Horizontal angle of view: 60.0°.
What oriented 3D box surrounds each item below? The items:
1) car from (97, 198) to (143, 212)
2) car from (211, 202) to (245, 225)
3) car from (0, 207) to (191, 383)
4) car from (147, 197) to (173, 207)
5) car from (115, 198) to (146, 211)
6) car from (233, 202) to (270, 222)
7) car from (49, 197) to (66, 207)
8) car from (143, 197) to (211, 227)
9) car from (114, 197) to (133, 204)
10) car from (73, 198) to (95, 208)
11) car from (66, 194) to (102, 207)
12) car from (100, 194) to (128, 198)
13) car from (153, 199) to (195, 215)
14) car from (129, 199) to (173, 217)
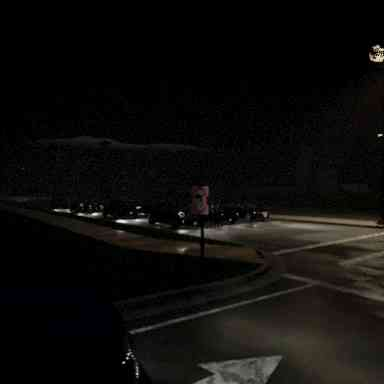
[{"bbox_3d":[-6.509,1.539,29.858,1.837,1.490,4.892,0,0,-36],"label":"car"},{"bbox_3d":[1.398,1.645,24.977,1.895,1.301,4.718,0,0,-36],"label":"car"},{"bbox_3d":[-2.918,1.215,1.671,5.566,2.045,2.150,1,0,-36],"label":"car"},{"bbox_3d":[-5.262,1.568,53.978,2.128,1.511,4.902,0,0,-36],"label":"car"},{"bbox_3d":[-8.251,1.600,44.129,2.033,1.411,5.357,0,0,-36],"label":"car"},{"bbox_3d":[4.113,1.546,27.197,2.128,1.511,4.902,0,0,-36],"label":"car"},{"bbox_3d":[-18.521,1.510,46.443,1.882,1.535,5.008,0,0,-35],"label":"car"},{"bbox_3d":[-1.109,1.386,22.480,2.097,1.767,4.553,0,0,-36],"label":"car"},{"bbox_3d":[-13.410,1.676,65.102,1.895,1.301,4.718,0,0,-36],"label":"car"},{"bbox_3d":[-15.871,1.607,48.764,1.994,1.385,4.181,0,0,-35],"label":"car"},{"bbox_3d":[-12.416,1.385,37.956,2.097,1.767,4.553,0,0,-36],"label":"car"},{"bbox_3d":[-9.978,1.265,40.560,2.150,2.045,5.566,0,0,-36],"label":"car"},{"bbox_3d":[-2.025,1.545,35.585,2.128,1.511,4.902,0,0,-36],"label":"car"},{"bbox_3d":[-4.068,1.535,32.449,2.128,1.511,4.902,0,0,-36],"label":"car"}]
